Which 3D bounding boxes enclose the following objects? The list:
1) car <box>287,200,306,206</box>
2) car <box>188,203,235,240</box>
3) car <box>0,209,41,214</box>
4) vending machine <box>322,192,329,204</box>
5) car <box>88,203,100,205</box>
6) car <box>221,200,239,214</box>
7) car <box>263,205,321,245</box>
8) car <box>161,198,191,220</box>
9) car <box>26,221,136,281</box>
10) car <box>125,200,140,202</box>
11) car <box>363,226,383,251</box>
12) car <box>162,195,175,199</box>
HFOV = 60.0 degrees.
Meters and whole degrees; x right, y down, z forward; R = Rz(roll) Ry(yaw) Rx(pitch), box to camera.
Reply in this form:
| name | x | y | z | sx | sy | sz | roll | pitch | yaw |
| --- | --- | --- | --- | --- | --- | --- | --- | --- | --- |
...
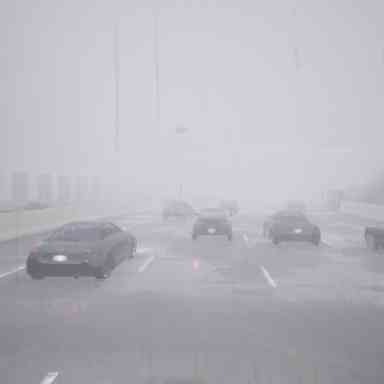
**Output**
| name | x | y | z | sx | sy | sz | roll | pitch | yaw |
| --- | --- | --- | --- | --- | --- | --- | --- | --- | --- |
| car | 11.862 | 1.527 | 38.123 | 1.895 | 1.301 | 4.718 | 0 | 0 | 14 |
| car | 1.063 | 1.481 | 16.598 | 1.812 | 1.442 | 4.674 | 0 | 0 | 6 |
| car | -12.286 | 1.417 | 24.450 | 1.812 | 1.442 | 4.674 | 0 | 0 | 8 |
| vending machine | 24.184 | 1.096 | 60.151 | 1.100 | 2.100 | 0.880 | 0 | 0 | 23 |
| car | -16.518 | 1.270 | 54.332 | 1.882 | 1.535 | 5.008 | 0 | 0 | 17 |
| car | 3.819 | 1.513 | 34.313 | 1.895 | 1.301 | 4.718 | 0 | 0 | 12 |
| car | 4.472 | 1.533 | 15.413 | 1.994 | 1.385 | 4.181 | 0 | 0 | 5 |
| car | -1.053 | 1.465 | 27.418 | 2.033 | 1.411 | 5.357 | 0 | 0 | 9 |
| car | -2.987 | 1.526 | 9.839 | 1.994 | 1.385 | 4.181 | 0 | 0 | 3 |
| car | -8.813 | 1.337 | 55.699 | 1.812 | 1.442 | 4.674 | 0 | 0 | 18 |
| car | 7.577 | 1.592 | 11.047 | 1.895 | 1.301 | 4.718 | 0 | 0 | 4 |
| car | -4.179 | 1.343 | 58.769 | 1.812 | 1.442 | 4.674 | 0 | 1 | 19 |
